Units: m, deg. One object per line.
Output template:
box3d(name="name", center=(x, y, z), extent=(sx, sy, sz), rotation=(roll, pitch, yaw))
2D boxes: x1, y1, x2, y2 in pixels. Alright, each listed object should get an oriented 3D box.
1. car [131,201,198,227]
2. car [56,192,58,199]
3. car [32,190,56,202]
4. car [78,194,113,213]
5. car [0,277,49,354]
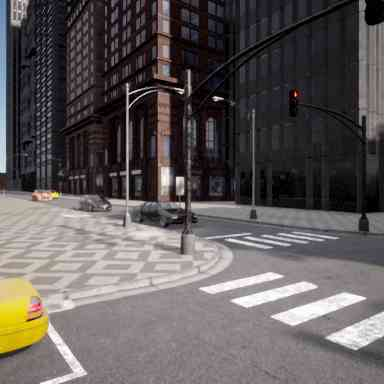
box3d(name="car", center=(-1.846, 1.237, 20.288), extent=(2.033, 1.411, 5.357), rotation=(0, 1, -36))
box3d(name="car", center=(-24.381, 0.422, 57.059), extent=(1.882, 1.535, 5.008), rotation=(0, 1, -36))
box3d(name="car", center=(-21.530, 0.440, 47.786), extent=(2.097, 1.767, 4.553), rotation=(0, 1, -36))
box3d(name="car", center=(-8.742, 0.972, 29.873), extent=(1.837, 1.490, 4.892), rotation=(0, 2, -36))
box3d(name="car", center=(-4.232, 1.525, 3.630), extent=(4.829, 1.417, 1.752), rotation=(0, 0, -35))
